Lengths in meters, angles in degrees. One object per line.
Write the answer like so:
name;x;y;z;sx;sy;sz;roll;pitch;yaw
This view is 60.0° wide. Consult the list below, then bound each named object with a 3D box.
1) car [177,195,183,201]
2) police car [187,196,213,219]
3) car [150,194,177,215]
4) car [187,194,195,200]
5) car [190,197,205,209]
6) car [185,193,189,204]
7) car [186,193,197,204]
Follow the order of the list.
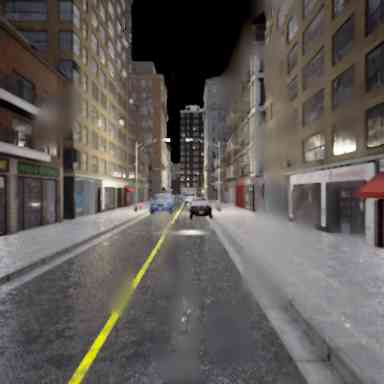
car;-2.985;1.279;73.911;2.033;1.411;5.357;0;0;0
police car;0.733;1.414;29.025;1.930;1.638;5.238;0;0;0
car;-2.953;1.204;33.748;2.150;2.045;5.566;0;0;0
car;-0.259;1.286;81.510;1.812;1.442;4.674;0;0;0
car;0.683;1.451;44.915;1.882;1.535;5.008;0;0;0
car;-0.202;1.187;63.416;2.150;2.045;5.566;0;0;0
car;0.702;1.330;38.885;2.097;1.767;4.553;0;0;0
